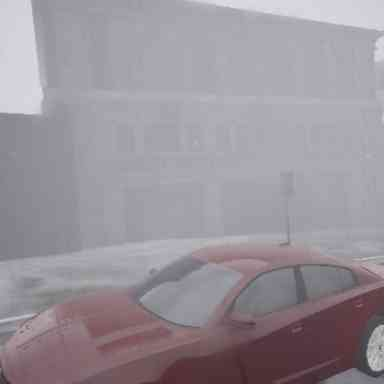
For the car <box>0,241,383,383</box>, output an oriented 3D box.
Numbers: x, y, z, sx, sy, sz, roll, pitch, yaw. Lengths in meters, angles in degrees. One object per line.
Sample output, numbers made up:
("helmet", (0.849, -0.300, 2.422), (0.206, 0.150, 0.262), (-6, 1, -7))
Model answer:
("car", (0.537, 1.432, 4.036), (5.008, 1.535, 1.882), (0, 1, -30))
